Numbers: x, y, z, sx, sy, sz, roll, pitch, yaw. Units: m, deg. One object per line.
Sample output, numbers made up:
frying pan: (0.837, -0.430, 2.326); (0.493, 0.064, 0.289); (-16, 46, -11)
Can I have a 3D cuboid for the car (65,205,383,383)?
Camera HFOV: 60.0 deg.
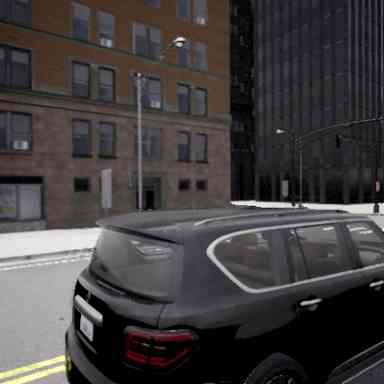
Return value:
car: (1.302, 1.191, 4.358); (5.566, 2.045, 2.150); (-1, 1, -35)
